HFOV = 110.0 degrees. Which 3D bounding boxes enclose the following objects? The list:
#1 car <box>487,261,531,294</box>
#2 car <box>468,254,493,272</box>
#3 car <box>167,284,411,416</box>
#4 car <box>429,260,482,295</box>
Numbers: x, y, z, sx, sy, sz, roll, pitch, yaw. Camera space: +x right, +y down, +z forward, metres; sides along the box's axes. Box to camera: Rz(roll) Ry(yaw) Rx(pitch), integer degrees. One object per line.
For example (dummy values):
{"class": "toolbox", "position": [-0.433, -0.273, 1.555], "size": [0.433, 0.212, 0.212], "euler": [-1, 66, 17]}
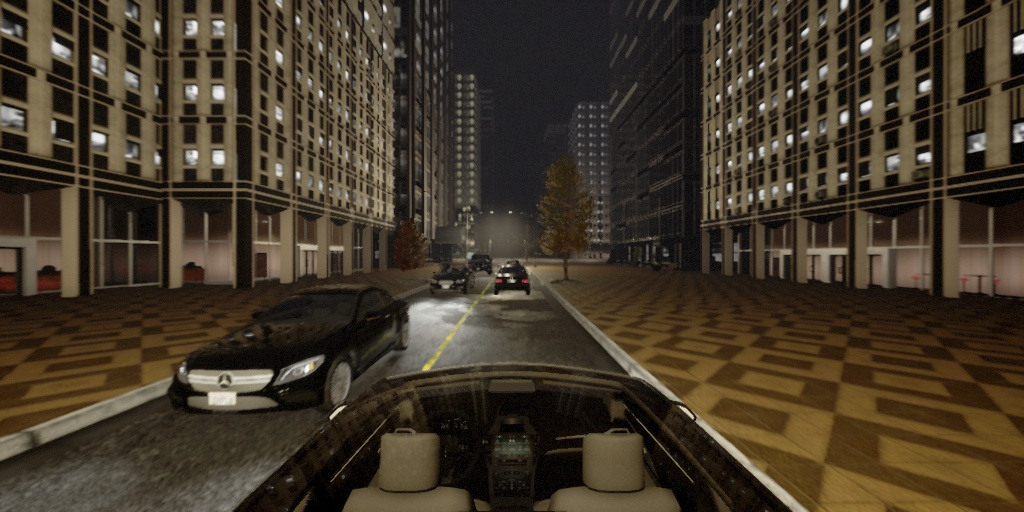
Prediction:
{"class": "car", "position": [0.020, 1.195, 19.111], "size": [2.033, 1.411, 5.357], "euler": [0, 0, 0]}
{"class": "car", "position": [-3.001, 0.778, 34.946], "size": [2.150, 2.045, 5.566], "euler": [0, 0, 0]}
{"class": "car", "position": [-3.089, 1.250, 6.153], "size": [1.812, 1.442, 4.674], "euler": [0, 0, 0]}
{"class": "car", "position": [-3.025, 1.140, 18.956], "size": [2.128, 1.511, 4.902], "euler": [0, 0, 0]}
